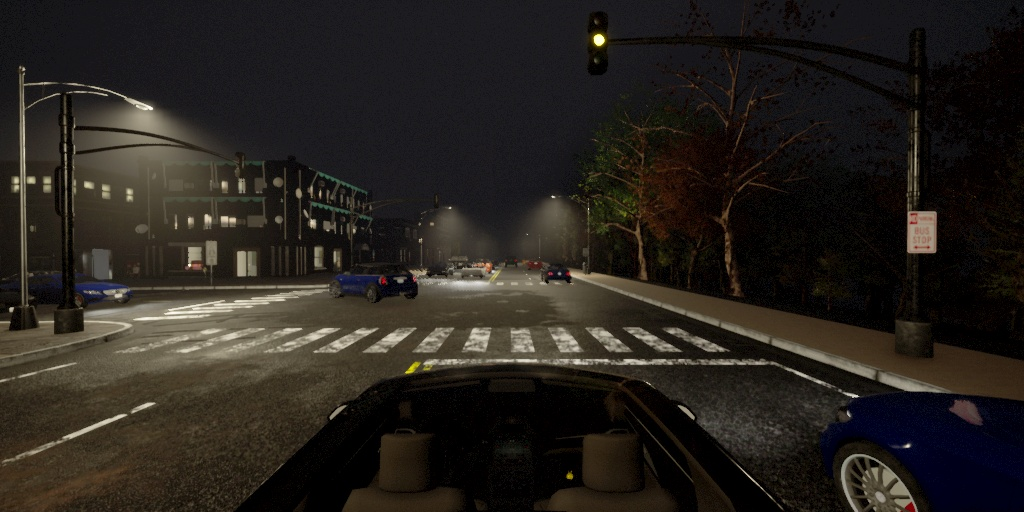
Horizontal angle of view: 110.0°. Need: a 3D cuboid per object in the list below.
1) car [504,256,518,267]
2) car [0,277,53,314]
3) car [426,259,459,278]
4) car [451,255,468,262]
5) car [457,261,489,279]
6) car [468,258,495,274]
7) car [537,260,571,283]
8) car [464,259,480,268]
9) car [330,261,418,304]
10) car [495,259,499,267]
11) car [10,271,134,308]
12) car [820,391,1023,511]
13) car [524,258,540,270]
[{"bbox_3d":[-0.127,0.947,62.936,2.150,2.045,5.566,0,0,0],"label":"car"},{"bbox_3d":[-19.969,1.564,12.862,4.313,1.339,1.948,0,0,0],"label":"car"},{"bbox_3d":[-6.656,1.286,34.008,2.033,1.411,5.357,0,0,0],"label":"car"},{"bbox_3d":[-6.672,0.955,45.146,2.150,2.045,5.566,0,0,0],"label":"car"},{"bbox_3d":[-3.405,1.341,32.289,1.895,1.301,4.718,0,0,0],"label":"car"},{"bbox_3d":[-3.419,1.088,41.261,2.097,1.767,4.553,0,0,0],"label":"car"},{"bbox_3d":[3.299,1.289,27.517,2.033,1.411,5.357,0,0,0],"label":"car"},{"bbox_3d":[-6.677,1.218,60.330,2.128,1.511,4.902,0,0,0],"label":"car"},{"bbox_3d":[-6.496,1.098,16.685,4.553,1.767,2.097,0,0,37],"label":"car"},{"bbox_3d":[-3.432,1.223,51.356,2.128,1.511,4.902,0,0,0],"label":"car"},{"bbox_3d":[-19.358,1.490,15.561,4.674,1.442,1.812,-1,1,1],"label":"car"},{"bbox_3d":[3.358,1.276,0.895,1.812,1.442,4.674,0,0,1],"label":"car"},{"bbox_3d":[3.249,1.083,51.422,2.097,1.767,4.553,0,0,0],"label":"car"}]
